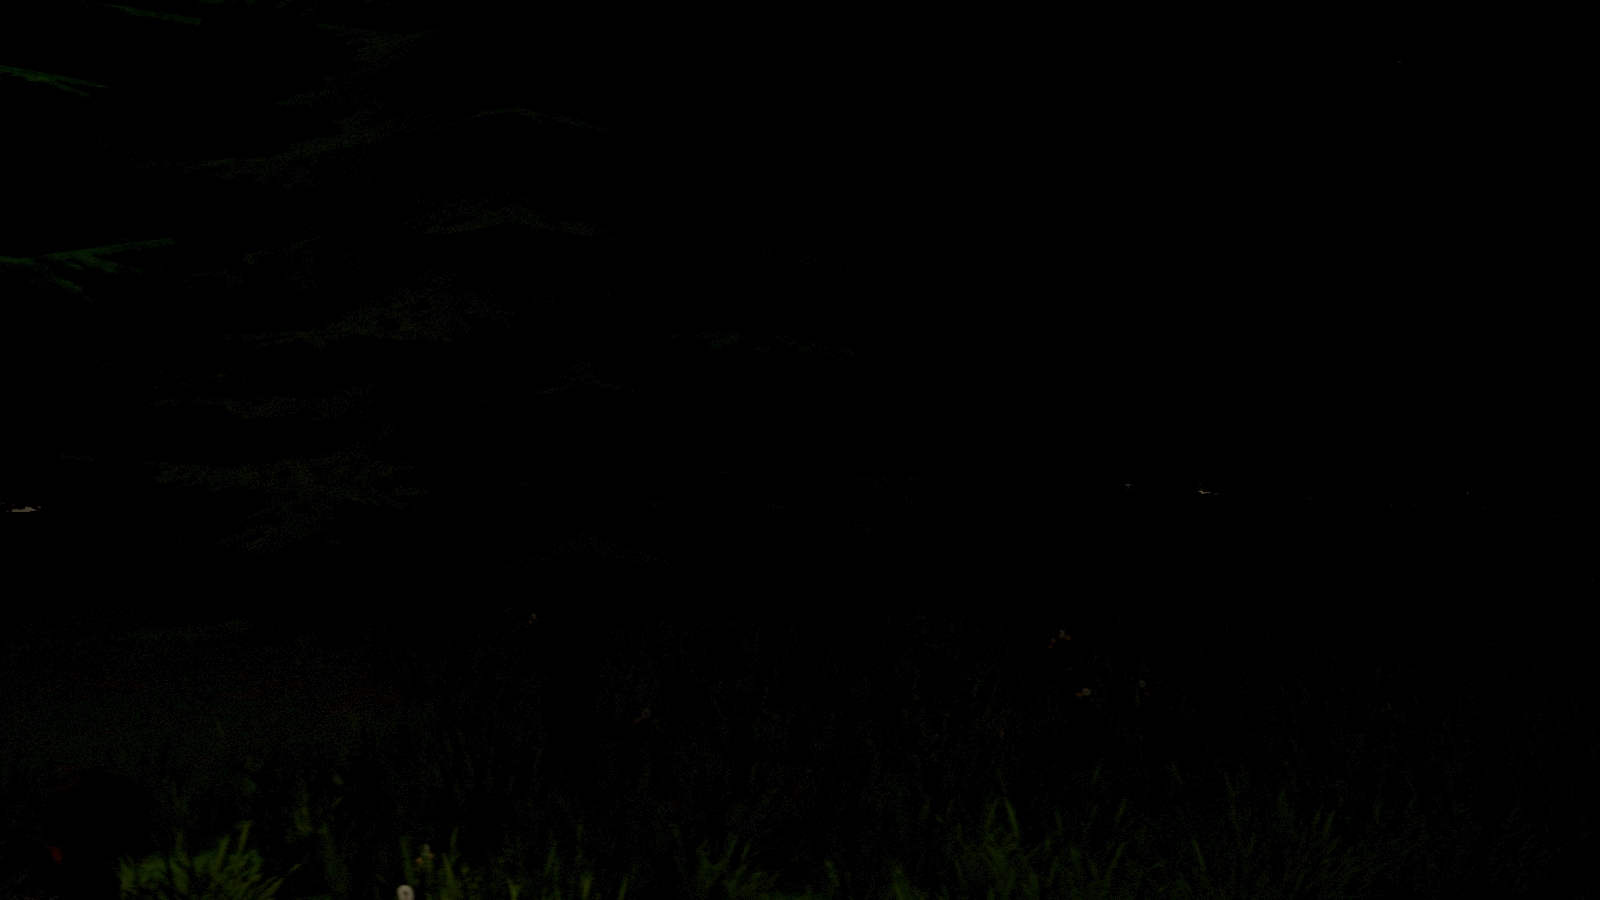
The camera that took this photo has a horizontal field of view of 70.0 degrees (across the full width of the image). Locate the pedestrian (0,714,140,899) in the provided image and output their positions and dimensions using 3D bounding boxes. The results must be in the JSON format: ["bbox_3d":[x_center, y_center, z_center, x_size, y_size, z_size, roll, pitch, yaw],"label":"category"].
[{"bbox_3d":[-2.029,1.695,3.071,0.375,1.860,0.375,0,0,-19],"label":"pedestrian"}]
